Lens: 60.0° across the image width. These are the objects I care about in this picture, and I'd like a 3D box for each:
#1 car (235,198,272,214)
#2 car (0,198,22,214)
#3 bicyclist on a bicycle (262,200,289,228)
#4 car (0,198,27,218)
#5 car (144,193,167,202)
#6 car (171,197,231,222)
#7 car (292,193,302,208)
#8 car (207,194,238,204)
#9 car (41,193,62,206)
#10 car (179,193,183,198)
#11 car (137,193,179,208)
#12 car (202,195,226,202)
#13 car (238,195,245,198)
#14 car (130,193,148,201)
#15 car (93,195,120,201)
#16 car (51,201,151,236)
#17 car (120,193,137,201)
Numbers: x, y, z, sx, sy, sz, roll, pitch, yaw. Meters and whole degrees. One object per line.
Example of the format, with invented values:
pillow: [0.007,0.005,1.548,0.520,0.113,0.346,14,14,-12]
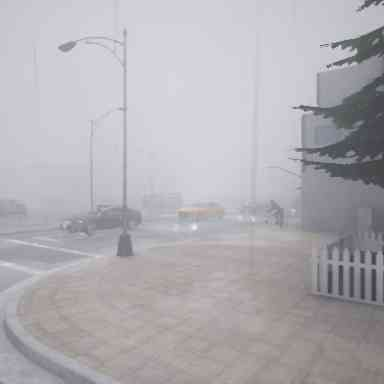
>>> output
car: [6.719,1.586,34.626,1.895,1.301,4.718,0,0,36]
car: [-19.634,1.385,34.494,3.806,1.475,1.970,0,0,36]
bicyclist on a bicycle: [4.810,1.286,19.322,1.656,1.620,0.582,0,0,36]
car: [-15.394,1.375,27.714,3.633,1.501,1.845,0,0,36]
car: [-7.613,1.099,68.355,4.605,1.855,1.932,0,0,36]
car: [0.857,1.463,26.603,1.882,1.535,5.008,0,0,36]
car: [16.030,1.228,47.234,2.150,2.045,5.566,0,0,36]
car: [4.583,1.155,55.577,5.027,1.636,2.152,0,0,36]
car: [-21.449,1.321,50.661,3.633,1.501,1.845,0,0,36]
car: [-2.955,1.078,45.239,3.866,1.878,1.905,0,0,36]
car: [-4.334,1.098,42.649,4.605,1.855,1.932,0,0,36]
car: [4.565,1.299,68.066,4.514,1.523,2.007,0,0,36]
car: [8.103,1.233,60.953,3.806,1.475,1.970,0,0,36]
car: [-12.034,1.079,75.647,3.866,1.878,1.905,0,0,36]
car: [-15.528,1.300,58.710,4.514,1.523,2.007,0,0,36]
car: [-4.939,1.477,18.664,2.128,1.511,4.902,0,0,36]
car: [-14.487,1.363,73.321,3.806,1.475,1.970,0,0,36]
